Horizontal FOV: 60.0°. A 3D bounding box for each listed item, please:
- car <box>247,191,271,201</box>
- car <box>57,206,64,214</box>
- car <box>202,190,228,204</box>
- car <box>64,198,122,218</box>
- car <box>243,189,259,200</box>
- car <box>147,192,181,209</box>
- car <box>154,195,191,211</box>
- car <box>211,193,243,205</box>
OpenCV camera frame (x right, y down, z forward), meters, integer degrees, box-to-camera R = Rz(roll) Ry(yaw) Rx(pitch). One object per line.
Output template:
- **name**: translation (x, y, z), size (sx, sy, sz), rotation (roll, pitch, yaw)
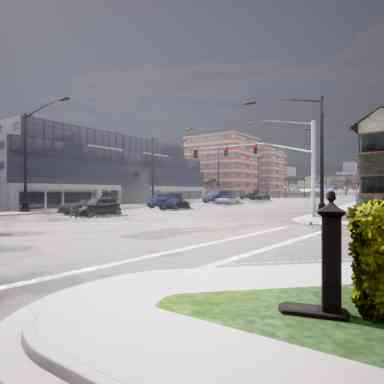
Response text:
- **car**: translation (12.110, 0.887, 58.647), size (1.895, 1.301, 4.718), rotation (0, 1, 35)
- **car**: translation (-10.391, 1.498, 32.690), size (2.033, 1.411, 5.357), rotation (0, 0, 35)
- **car**: translation (3.861, 0.748, 53.010), size (2.150, 2.045, 5.566), rotation (0, 1, 35)
- **car**: translation (-8.452, 1.309, 29.339), size (2.097, 1.767, 4.553), rotation (0, 0, 35)
- **car**: translation (11.207, 0.452, 63.419), size (2.150, 2.045, 5.566), rotation (0, 1, 35)
- **car**: translation (-3.343, 1.046, 42.737), size (2.150, 2.045, 5.566), rotation (0, 1, 35)
- **car**: translation (-1.988, 1.429, 38.571), size (1.994, 1.385, 4.181), rotation (0, 1, 35)
- **car**: translation (5.213, 1.200, 48.846), size (1.895, 1.301, 4.718), rotation (0, 2, 35)
